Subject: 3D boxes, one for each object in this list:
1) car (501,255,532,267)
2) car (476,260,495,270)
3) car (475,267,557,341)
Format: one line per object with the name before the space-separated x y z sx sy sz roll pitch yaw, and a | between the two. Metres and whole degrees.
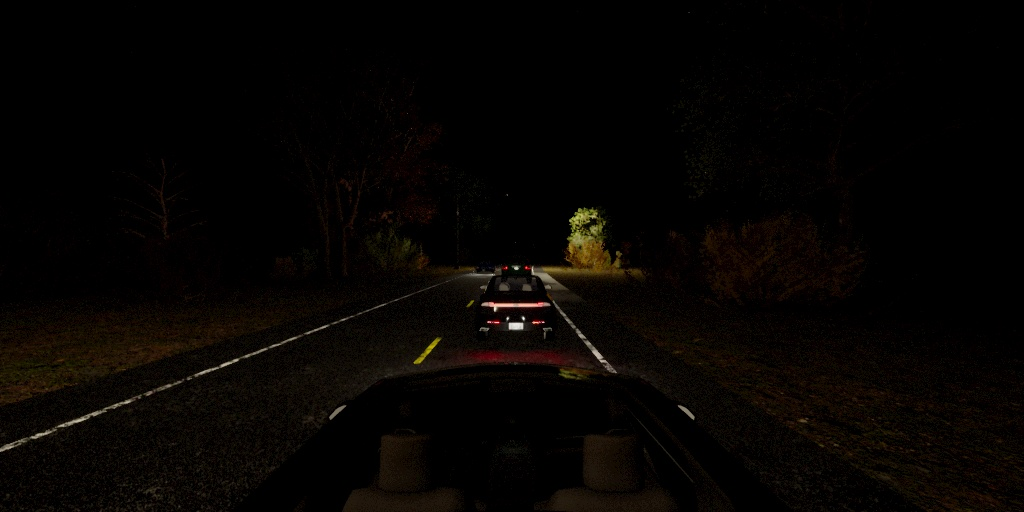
car | 0.350 0.951 27.185 2.150 2.045 5.566 0 0 1
car | -2.917 1.234 40.417 1.812 1.442 4.674 0 0 2
car | 0.101 1.237 9.842 2.128 1.511 4.902 0 0 0
